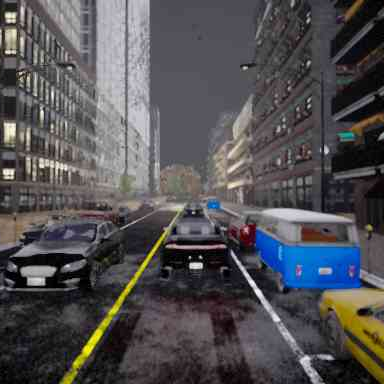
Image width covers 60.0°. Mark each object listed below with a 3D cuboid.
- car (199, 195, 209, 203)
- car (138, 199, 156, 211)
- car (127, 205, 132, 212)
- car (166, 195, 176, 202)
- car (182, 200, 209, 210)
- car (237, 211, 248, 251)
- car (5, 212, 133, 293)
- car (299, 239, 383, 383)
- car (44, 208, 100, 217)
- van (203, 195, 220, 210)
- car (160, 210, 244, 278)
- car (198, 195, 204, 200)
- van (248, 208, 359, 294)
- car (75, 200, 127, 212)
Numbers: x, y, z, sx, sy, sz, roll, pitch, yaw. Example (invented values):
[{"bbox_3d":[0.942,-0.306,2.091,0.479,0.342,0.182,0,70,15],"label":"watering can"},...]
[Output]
[{"bbox_3d":[2.720,1.613,76.488,2.192,1.841,5.009,1,0,0],"label":"car"},{"bbox_3d":[-5.669,1.606,42.538,1.967,1.590,4.097,1,0,0],"label":"car"},{"bbox_3d":[-5.674,1.666,25.566,1.947,1.339,4.313,1,0,0],"label":"car"},{"bbox_3d":[-5.665,1.658,87.797,2.192,1.841,5.009,1,0,0],"label":"car"},{"bbox_3d":[0.107,1.658,28.260,2.033,1.411,5.357,0,0,0],"label":"car"},{"bbox_3d":[2.706,1.496,14.257,1.967,1.590,4.097,1,0,0],"label":"car"},{"bbox_3d":[-3.099,1.527,9.073,2.128,1.511,4.902,0,0,0],"label":"car"},{"bbox_3d":[2.703,1.538,3.112,1.752,1.417,4.829,1,0,0],"label":"car"},{"bbox_3d":[-5.676,1.607,14.251,2.008,1.369,4.403,1,0,0],"label":"car"},{"bbox_3d":[2.713,1.507,42.543,1.690,1.788,3.998,1,0,0],"label":"van"},{"bbox_3d":[0.102,1.533,10.274,2.128,1.511,4.902,0,0,0],"label":"car"},{"bbox_3d":[2.714,1.805,65.171,2.008,1.369,4.403,1,0,0],"label":"car"},{"bbox_3d":[2.706,1.375,8.600,1.690,1.788,3.998,1,0,0],"label":"van"},{"bbox_3d":[-5.671,1.393,19.909,2.192,1.841,5.009,1,0,0],"label":"car"}]
